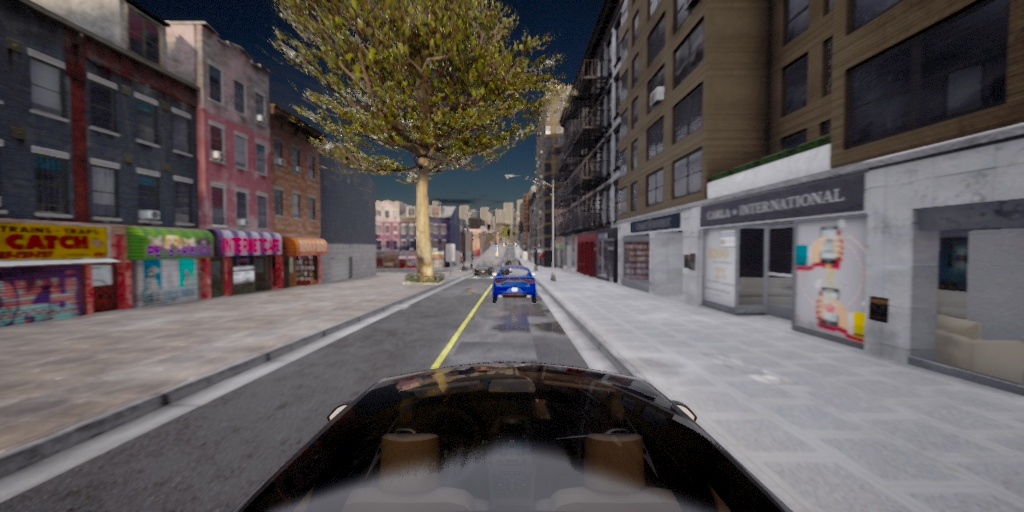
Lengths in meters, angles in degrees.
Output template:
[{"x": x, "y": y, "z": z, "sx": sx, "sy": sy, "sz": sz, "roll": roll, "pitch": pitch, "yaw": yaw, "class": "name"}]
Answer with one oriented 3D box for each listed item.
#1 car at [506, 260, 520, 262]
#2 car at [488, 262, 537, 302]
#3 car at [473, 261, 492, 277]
[{"x": 0.108, "y": 1.114, "z": 33.430, "sx": 2.097, "sy": 1.767, "sz": 4.553, "roll": 0, "pitch": 0, "yaw": 0, "class": "car"}, {"x": 0.104, "y": 1.197, "z": 16.764, "sx": 1.882, "sy": 1.535, "sz": 5.008, "roll": 0, "pitch": 0, "yaw": 0, "class": "car"}, {"x": -2.785, "y": 1.280, "z": 36.610, "sx": 1.837, "sy": 1.490, "sz": 4.892, "roll": 0, "pitch": -1, "yaw": 0, "class": "car"}]
